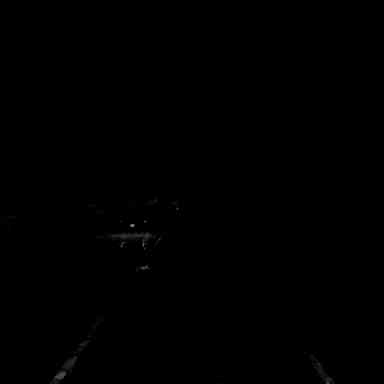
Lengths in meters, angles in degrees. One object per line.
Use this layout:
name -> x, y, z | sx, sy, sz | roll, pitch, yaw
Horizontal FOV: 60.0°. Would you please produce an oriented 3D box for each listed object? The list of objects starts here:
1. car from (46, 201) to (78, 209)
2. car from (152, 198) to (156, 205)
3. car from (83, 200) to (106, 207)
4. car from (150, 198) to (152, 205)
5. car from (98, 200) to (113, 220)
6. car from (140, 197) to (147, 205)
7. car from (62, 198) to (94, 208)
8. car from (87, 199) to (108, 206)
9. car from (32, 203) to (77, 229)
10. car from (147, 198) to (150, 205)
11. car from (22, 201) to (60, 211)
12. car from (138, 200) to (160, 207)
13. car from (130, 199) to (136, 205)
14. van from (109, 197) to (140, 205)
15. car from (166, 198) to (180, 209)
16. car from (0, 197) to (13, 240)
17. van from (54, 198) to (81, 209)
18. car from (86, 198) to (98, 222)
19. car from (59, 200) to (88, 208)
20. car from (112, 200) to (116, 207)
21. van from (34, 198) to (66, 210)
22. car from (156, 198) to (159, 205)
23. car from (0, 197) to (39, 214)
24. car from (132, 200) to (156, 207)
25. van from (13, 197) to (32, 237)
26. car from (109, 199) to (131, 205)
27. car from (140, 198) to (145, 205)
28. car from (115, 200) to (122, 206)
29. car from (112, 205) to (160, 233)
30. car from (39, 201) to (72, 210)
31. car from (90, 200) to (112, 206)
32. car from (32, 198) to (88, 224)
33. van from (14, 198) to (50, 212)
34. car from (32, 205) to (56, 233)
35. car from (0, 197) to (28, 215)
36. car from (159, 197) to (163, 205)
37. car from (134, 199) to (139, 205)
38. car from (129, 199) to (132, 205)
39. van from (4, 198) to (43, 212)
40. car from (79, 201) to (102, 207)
car -> -23.310, 2.276, 59.709 | 4.792, 1.488, 2.163 | 0, -1, 0
car -> -10.011, 2.306, 62.412 | 5.366, 1.575, 1.946 | 0, -1, 0
car -> -23.213, 2.744, 79.217 | 4.792, 1.488, 2.163 | 0, -1, 0
car -> -10.387, 2.247, 59.761 | 5.366, 1.575, 1.946 | 0, -1, 0
car -> -10.077, 1.746, 29.234 | 5.366, 1.575, 1.946 | 0, -1, 0
car -> -10.244, 2.019, 54.216 | 4.553, 1.767, 2.185 | 0, -1, 0
car -> -23.293, 2.192, 68.148 | 5.566, 2.045, 2.435 | 0, -1, 0
car -> -23.268, 2.653, 81.866 | 4.553, 1.767, 2.185 | 0, -1, 0
car -> -10.273, 1.618, 20.907 | 5.008, 1.535, 2.097 | 0, -1, 0
car -> -10.201, 2.195, 56.993 | 4.892, 1.521, 2.231 | 0, -1, 0
car -> -23.303, 2.097, 51.533 | 5.008, 1.535, 2.097 | 0, -1, 0
car -> -10.168, 2.716, 79.185 | 5.008, 1.535, 2.097 | 0, -1, 0
car -> -10.205, 1.997, 43.113 | 4.792, 1.488, 2.163 | 0, -1, 0
van -> -10.340, 1.829, 48.669 | 4.442, 1.987, 1.878 | 0, -1, 0
car -> -3.293, 2.345, 62.742 | 1.812, 1.442, 4.674 | 0, -1, 0
car -> -10.324, 1.236, 12.583 | 5.566, 2.045, 2.435 | 0, -1, 0
van -> -23.393, 2.082, 62.485 | 4.442, 1.987, 1.878 | 0, -1, 0
car -> -10.236, 1.580, 26.460 | 4.553, 1.767, 2.185 | 0, -1, 0
car -> -23.242, 2.406, 65.372 | 4.792, 1.488, 2.163 | 0, -1, 0
car -> -10.250, 1.794, 32.010 | 4.892, 1.521, 2.231 | 0, -1, 0
van -> -23.184, 1.918, 54.322 | 4.442, 1.987, 1.878 | 0, -1, 0
car -> -9.999, 2.442, 68.084 | 5.366, 1.575, 1.946 | 0, -1, 0
car -> -23.286, 1.715, 43.229 | 5.566, 2.045, 2.435 | 0, -1, 0
car -> -10.186, 2.514, 70.859 | 4.892, 1.521, 2.231 | 0, -1, 0
van -> -10.173, 1.305, 15.358 | 4.442, 1.987, 1.878 | 0, -1, 0
car -> -10.060, 1.877, 37.561 | 5.366, 1.575, 1.946 | 0, -1, 0
car -> -10.247, 2.128, 51.441 | 4.792, 1.488, 2.163 | 0, -1, 0
car -> -10.258, 1.838, 34.786 | 4.892, 1.521, 2.231 | 0, -1, 0
car -> -3.330, 1.703, 20.556 | 1.994, 1.385, 4.181 | 0, -1, 0
car -> -23.316, 2.223, 57.070 | 4.792, 1.488, 2.163 | 0, -1, 0
car -> -23.227, 2.846, 84.633 | 5.008, 1.535, 2.097 | 0, -1, 0
car -> -10.242, 1.536, 23.685 | 4.553, 1.767, 2.185 | 0, -1, 0
van -> -23.420, 1.828, 48.768 | 4.442, 1.987, 1.878 | 0, -1, 0
car -> -10.287, 1.615, 18.130 | 4.674, 1.452, 2.002 | 0, -1, 0
car -> -23.292, 1.672, 40.459 | 5.566, 2.045, 2.435 | 0, -1, 0
car -> -10.197, 2.397, 76.416 | 5.566, 2.045, 2.435 | 0, -1, 0
car -> -10.200, 2.041, 45.889 | 4.792, 1.488, 2.163 | 0, -1, 0
car -> -10.211, 1.953, 40.337 | 4.792, 1.488, 2.163 | 0, -1, 0
van -> -23.192, 1.784, 45.997 | 4.442, 1.987, 1.878 | 0, -1, 0
car -> -23.245, 2.687, 76.448 | 4.674, 1.452, 2.002 | 0, -1, 0
